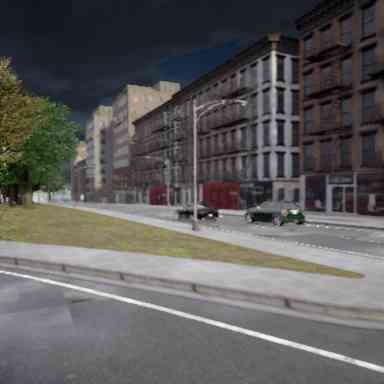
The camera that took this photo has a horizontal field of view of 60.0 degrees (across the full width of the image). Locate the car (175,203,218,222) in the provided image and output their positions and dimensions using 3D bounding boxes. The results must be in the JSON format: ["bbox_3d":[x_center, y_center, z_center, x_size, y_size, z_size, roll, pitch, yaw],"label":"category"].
[{"bbox_3d":[0.248,1.617,27.205,1.882,1.535,5.008,-1,0,-27],"label":"car"}]

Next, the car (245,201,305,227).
[{"bbox_3d":[5.735,1.404,23.612,2.097,1.767,4.553,-1,0,-27],"label":"car"}]
